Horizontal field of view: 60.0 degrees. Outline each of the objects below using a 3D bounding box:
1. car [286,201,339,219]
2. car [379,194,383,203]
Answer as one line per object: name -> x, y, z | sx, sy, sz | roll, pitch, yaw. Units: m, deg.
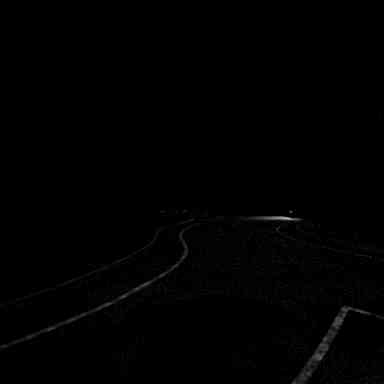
car -> 10.073, 1.480, 27.816 | 4.181, 1.385, 1.994 | 1, 0, -13
car -> 40.700, 1.471, 66.709 | 2.435, 2.045, 5.566 | 2, -1, -42
